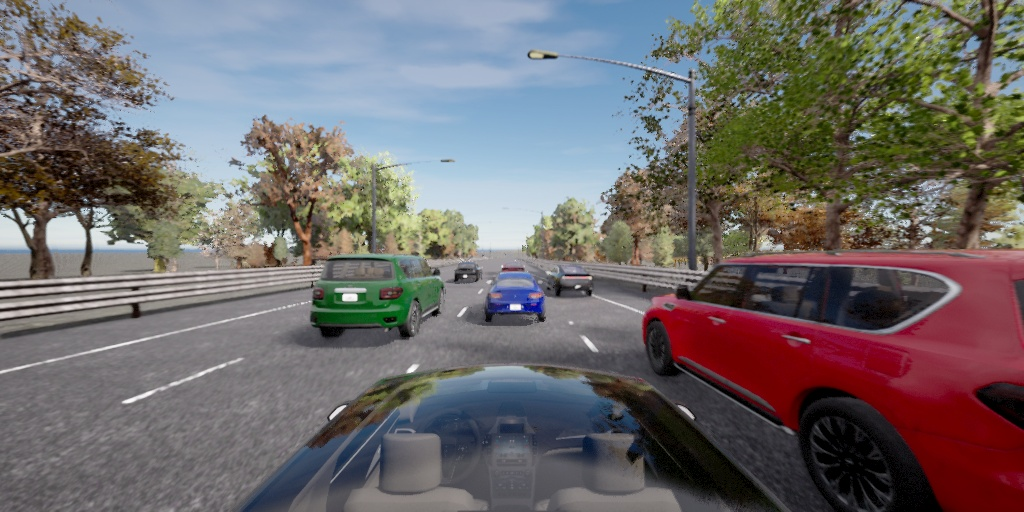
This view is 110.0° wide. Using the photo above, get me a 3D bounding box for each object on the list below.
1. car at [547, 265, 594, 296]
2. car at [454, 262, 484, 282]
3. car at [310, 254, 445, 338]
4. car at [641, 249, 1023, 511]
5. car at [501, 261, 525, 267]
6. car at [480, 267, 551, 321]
[{"bbox_3d":[2.933,1.219,19.010,2.128,1.511,4.902,0,0,-3],"label":"car"},{"bbox_3d":[-3.404,1.221,28.557,1.837,1.490,4.892,0,0,0],"label":"car"},{"bbox_3d":[-3.401,0.959,10.212,2.150,2.045,5.566,0,0,0],"label":"car"},{"bbox_3d":[3.499,0.967,4.231,2.150,2.045,5.566,0,0,-2],"label":"car"},{"bbox_3d":[0.107,1.193,30.161,1.882,1.535,5.008,0,0,0],"label":"car"},{"bbox_3d":[0.097,1.260,12.283,1.812,1.442,4.674,0,0,0],"label":"car"}]
